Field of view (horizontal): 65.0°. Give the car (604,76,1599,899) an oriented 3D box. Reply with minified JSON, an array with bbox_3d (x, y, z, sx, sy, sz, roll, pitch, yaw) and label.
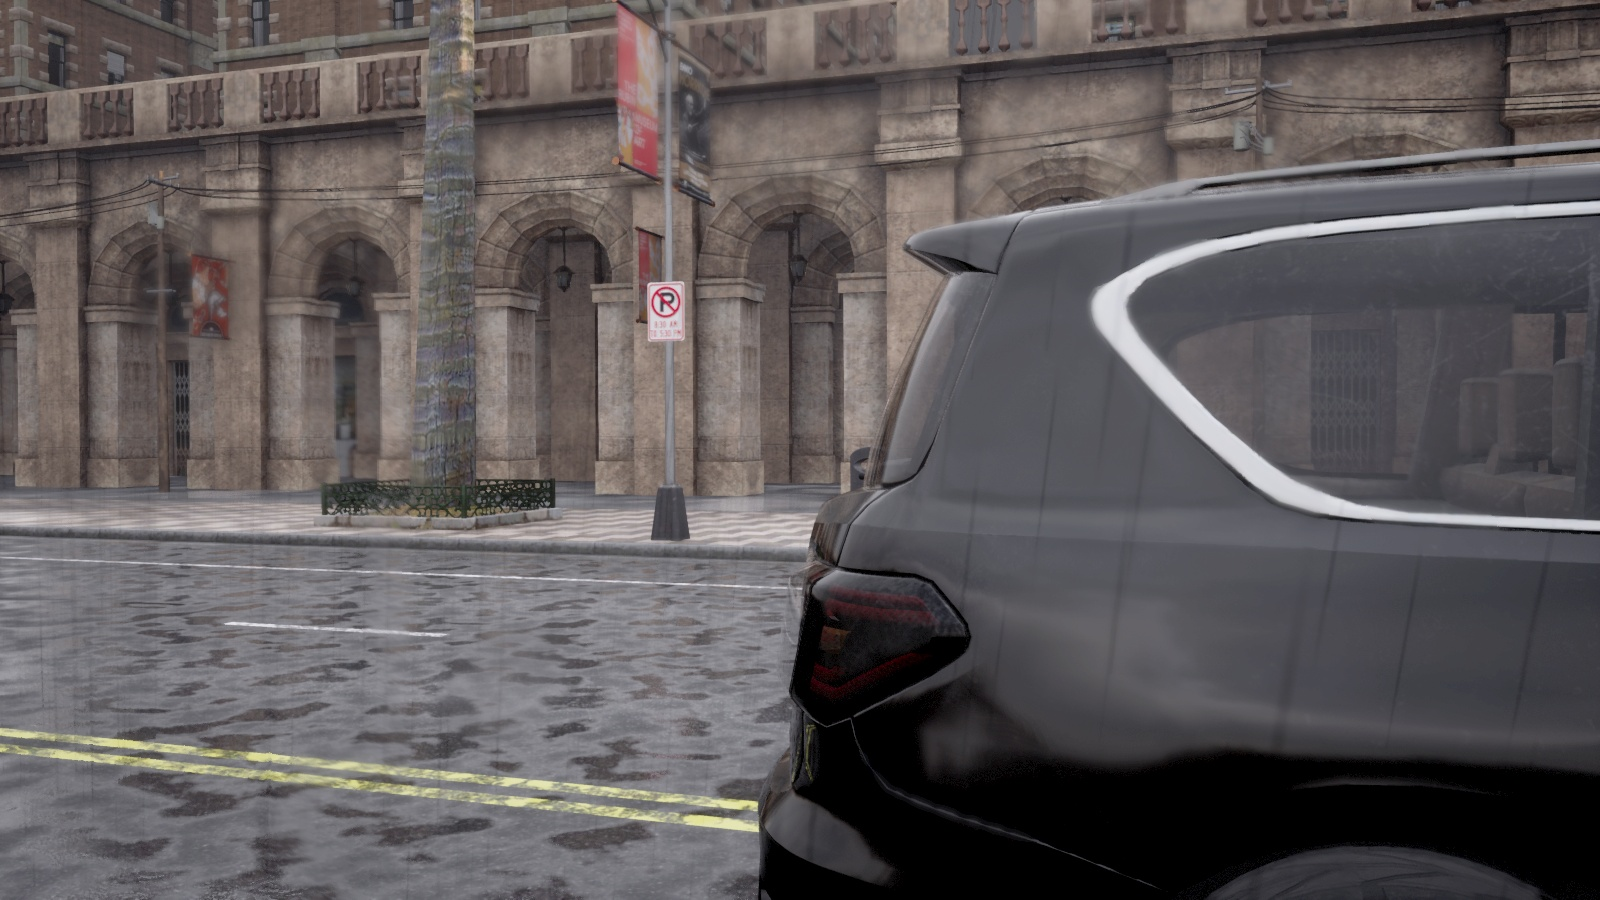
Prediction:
[{"bbox_3d":[2.642,0.519,2.301,5.566,2.045,2.150,1,1,19],"label":"car"}]
